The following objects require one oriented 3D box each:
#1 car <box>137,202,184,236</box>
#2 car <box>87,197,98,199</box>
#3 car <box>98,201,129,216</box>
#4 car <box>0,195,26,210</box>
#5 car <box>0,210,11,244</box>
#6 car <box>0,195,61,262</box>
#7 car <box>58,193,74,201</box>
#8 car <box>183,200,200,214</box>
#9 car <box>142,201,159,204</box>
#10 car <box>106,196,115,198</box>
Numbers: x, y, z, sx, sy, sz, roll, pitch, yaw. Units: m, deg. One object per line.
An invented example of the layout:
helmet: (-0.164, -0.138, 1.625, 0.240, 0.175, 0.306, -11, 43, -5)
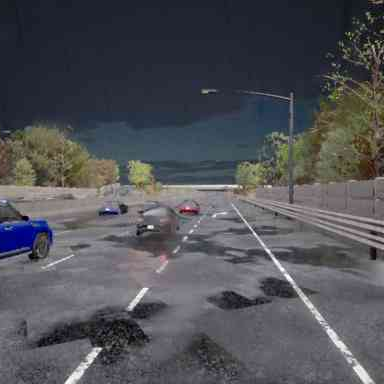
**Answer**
car: (-1.757, 1.525, 18.319, 1.812, 1.442, 4.674, 0, 0, 5)
car: (-18.890, 1.633, 62.670, 1.895, 1.301, 4.718, 0, 0, 6)
car: (-7.499, 1.565, 32.277, 1.994, 1.385, 4.181, 0, 0, 5)
car: (-24.199, 1.360, 43.909, 2.097, 1.767, 4.553, 0, 0, 6)
car: (-9.298, 1.525, 12.786, 1.812, 1.442, 4.674, 0, 0, 5)
car: (-6.110, 1.221, 9.242, 2.150, 2.045, 5.566, 0, 0, 5)
car: (-25.571, 1.263, 66.054, 2.150, 2.045, 5.566, 0, 0, 5)
car: (-0.215, 1.565, 35.019, 1.994, 1.385, 4.181, 0, 0, 5)
car: (-3.948, 1.549, 32.660, 2.033, 1.411, 5.357, 0, 0, 5)
car: (-15.414, 1.558, 62.408, 1.812, 1.442, 4.674, 0, 0, 6)
